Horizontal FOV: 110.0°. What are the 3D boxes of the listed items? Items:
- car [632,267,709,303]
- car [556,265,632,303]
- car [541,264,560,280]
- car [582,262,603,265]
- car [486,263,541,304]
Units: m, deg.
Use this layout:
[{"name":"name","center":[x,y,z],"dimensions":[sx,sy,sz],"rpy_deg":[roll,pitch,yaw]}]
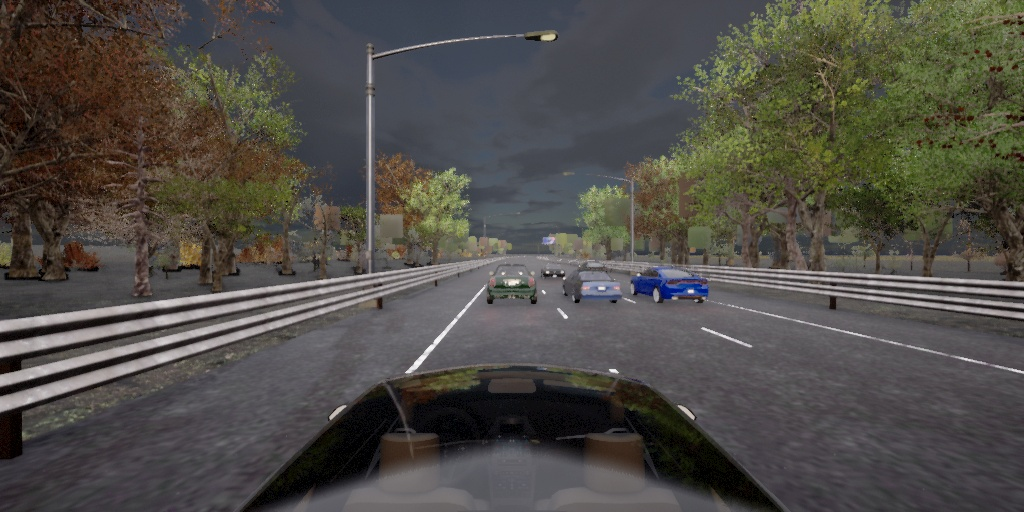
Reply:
[{"name":"car","center":[7.000,1.231,16.500],"dimensions":[1.882,1.535,5.008],"rpy_deg":[0,0,0]},{"name":"car","center":[3.500,1.309,16.500],"dimensions":[2.033,1.411,5.357],"rpy_deg":[0,0,0]},{"name":"car","center":[3.500,1.357,31.530],"dimensions":[1.895,1.301,4.718],"rpy_deg":[0,0,0]},{"name":"car","center":[7.000,1.225,31.500],"dimensions":[1.882,1.535,5.008],"rpy_deg":[0,0,0]},{"name":"car","center":[0.000,1.112,16.470],"dimensions":[2.097,1.767,4.553],"rpy_deg":[0,0,0]}]
